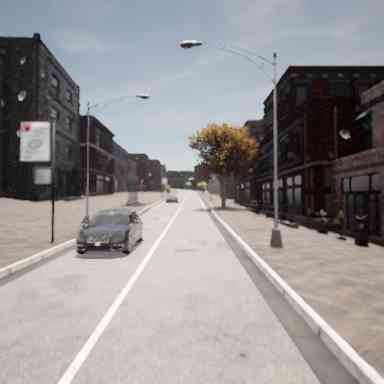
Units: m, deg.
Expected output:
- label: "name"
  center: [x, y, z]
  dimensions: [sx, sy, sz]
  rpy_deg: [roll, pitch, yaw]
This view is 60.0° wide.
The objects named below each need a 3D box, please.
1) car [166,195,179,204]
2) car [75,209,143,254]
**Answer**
- label: "car"
  center: [-3.280, 1.190, 55.505]
  dimensions: [1.994, 1.385, 4.181]
  rpy_deg: [0, 1, 0]
- label: "car"
  center: [-3.108, 1.471, 13.340]
  dimensions: [1.837, 1.490, 4.892]
  rpy_deg: [0, 0, 0]
